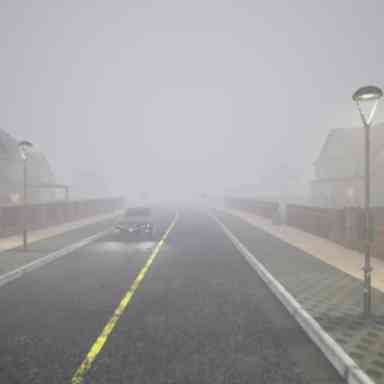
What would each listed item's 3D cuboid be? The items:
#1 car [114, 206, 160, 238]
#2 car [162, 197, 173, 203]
[{"bbox_3d":[-2.782,1.522,17.697,1.837,1.490,4.892,0,-1,0],"label":"car"},{"bbox_3d":[-5.437,1.698,74.072,1.994,1.385,4.181,0,0,-14],"label":"car"}]
